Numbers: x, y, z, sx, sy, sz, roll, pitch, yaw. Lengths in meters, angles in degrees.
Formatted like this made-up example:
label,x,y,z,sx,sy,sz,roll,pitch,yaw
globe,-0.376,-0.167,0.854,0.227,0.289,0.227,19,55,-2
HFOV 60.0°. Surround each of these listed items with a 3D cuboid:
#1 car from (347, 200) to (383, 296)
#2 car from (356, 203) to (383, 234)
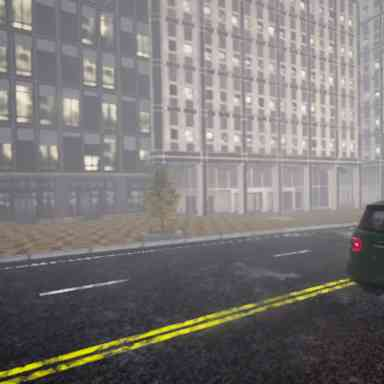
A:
label,x,y,z,sx,sy,sz,roll,pitch,yaw
car,5.699,1.164,7.206,5.566,2.045,2.150,0,0,-33
car,11.421,1.380,18.602,4.674,1.442,1.812,0,0,-31
